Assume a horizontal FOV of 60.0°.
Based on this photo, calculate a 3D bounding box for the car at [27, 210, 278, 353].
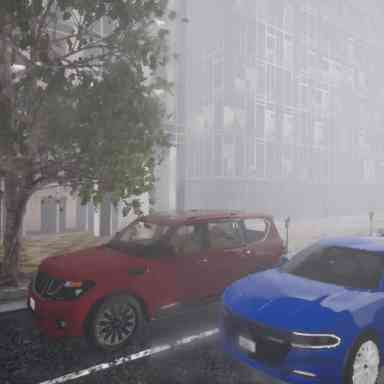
[{"bbox_3d":[-0.296,1.316,6.341,5.009,1.841,2.192,0,1,-36],"label":"car"}]

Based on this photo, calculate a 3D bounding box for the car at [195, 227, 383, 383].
[{"bbox_3d":[2.663,1.479,5.290,5.008,1.535,1.882,0,0,-36],"label":"car"}]
